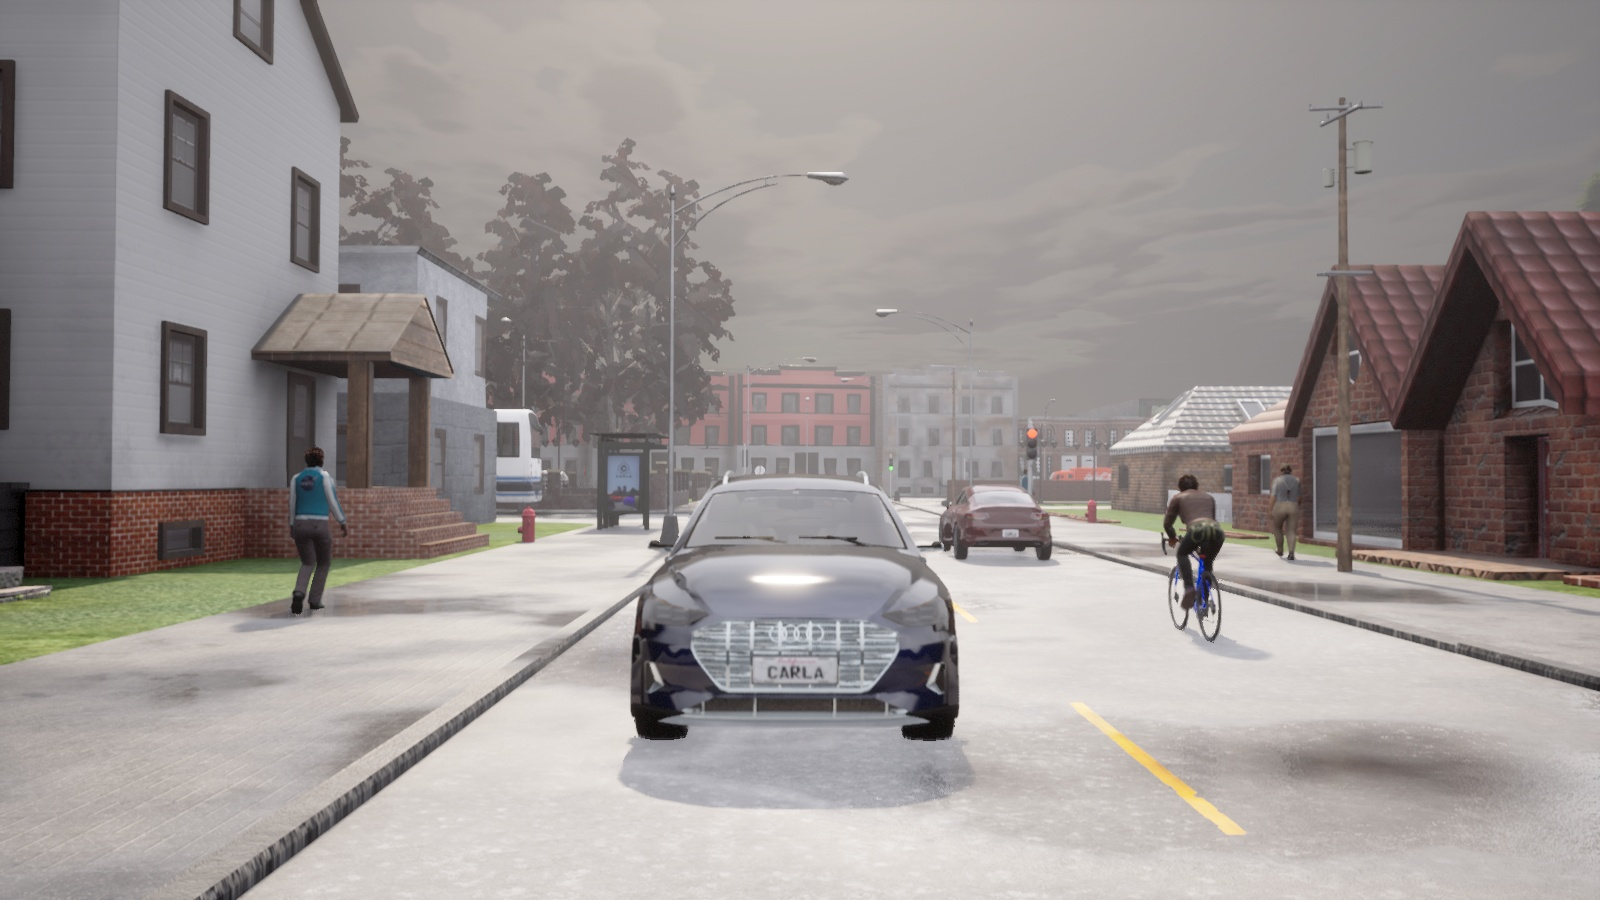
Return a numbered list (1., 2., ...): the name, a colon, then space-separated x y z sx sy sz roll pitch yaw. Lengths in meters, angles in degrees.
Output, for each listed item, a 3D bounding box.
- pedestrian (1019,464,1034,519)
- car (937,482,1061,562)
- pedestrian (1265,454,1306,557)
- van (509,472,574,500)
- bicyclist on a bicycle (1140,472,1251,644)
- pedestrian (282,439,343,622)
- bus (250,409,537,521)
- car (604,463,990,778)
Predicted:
1. pedestrian: 8.016 1.472 44.480 0.396 1.930 0.692 0 -1 -1
2. car: 3.922 1.394 25.522 1.812 1.442 4.674 0 -1 1
3. pedestrian: 8.858 1.001 22.930 0.540 1.848 0.694 0 -1 10
4. van: -19.655 2.724 95.536 4.480 2.038 2.069 0 -1 0
5. bicyclist on a bicycle: 3.961 1.039 12.692 0.582 1.620 1.656 0 -2 0
6. pedestrian: -5.255 0.852 13.568 0.396 1.930 0.692 0 -1 -1
7. bus: -16.063 0.619 50.440 10.273 4.253 3.944 0 -1 -4
8. car: -0.024 0.953 9.065 2.033 1.649 4.856 0 -1 0
